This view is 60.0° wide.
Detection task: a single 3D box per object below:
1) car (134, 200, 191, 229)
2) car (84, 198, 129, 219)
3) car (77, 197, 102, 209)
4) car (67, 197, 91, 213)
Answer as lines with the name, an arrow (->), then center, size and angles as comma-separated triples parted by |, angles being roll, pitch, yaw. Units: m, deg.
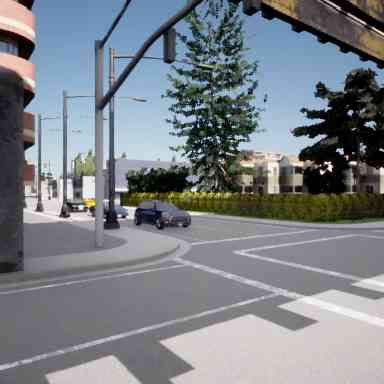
car -> -1.988, 1.352, 21.656 | 2.097, 1.767, 4.553 | 0, 0, -35
car -> -7.462, 1.547, 29.435 | 2.033, 1.411, 5.357 | 0, 0, -35
car -> -14.086, 1.478, 45.302 | 1.882, 1.535, 5.008 | 0, 0, -34
car -> -13.318, 1.492, 37.788 | 2.128, 1.511, 4.902 | 0, 0, -35
